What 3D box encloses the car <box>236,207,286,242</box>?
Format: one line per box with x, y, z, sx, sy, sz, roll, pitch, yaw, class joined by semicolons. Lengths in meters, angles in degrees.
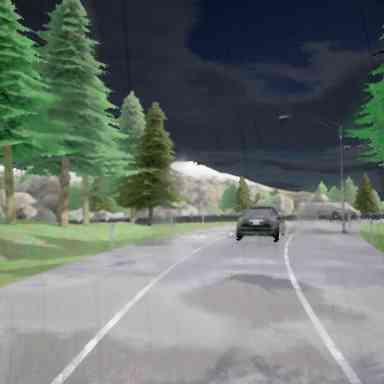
3.804;1.566;17.915;2.097;1.767;4.553;-1;-2;20;car

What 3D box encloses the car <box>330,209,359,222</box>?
17.439;2.628;38.063;4.674;1.442;1.812;3;-5;-43;car
